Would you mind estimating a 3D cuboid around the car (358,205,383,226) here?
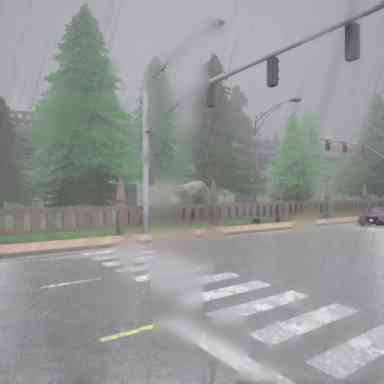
[{"bbox_3d":[12.689,1.563,21.714,4.181,1.385,1.994,0,0,-36],"label":"car"}]
